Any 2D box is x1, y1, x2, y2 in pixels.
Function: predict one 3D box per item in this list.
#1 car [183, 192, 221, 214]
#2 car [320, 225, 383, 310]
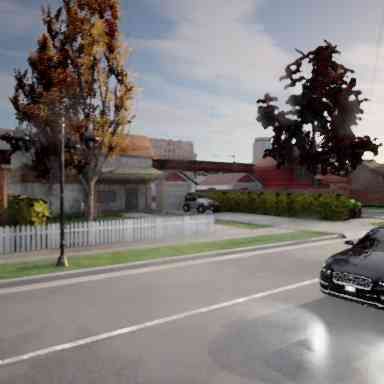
[{"bbox_3d":[0.766,0.980,30.141,1.905,1.878,3.866,0,0,-35],"label":"car"},{"bbox_3d":[4.845,1.499,7.440,4.892,1.490,1.837,0,0,-35],"label":"car"}]
